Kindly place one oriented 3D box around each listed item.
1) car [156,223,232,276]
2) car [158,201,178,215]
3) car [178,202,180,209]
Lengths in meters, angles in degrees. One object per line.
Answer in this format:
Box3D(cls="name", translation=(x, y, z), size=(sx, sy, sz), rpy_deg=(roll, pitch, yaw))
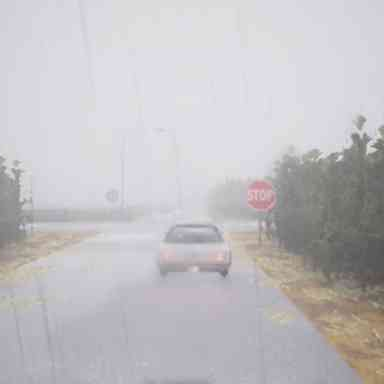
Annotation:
Box3D(cls="car", translation=(0.053, 1.617, 10.341), size=(1.895, 1.301, 4.718), rpy_deg=(0, 0, 0))
Box3D(cls="car", translation=(-3.289, 2.149, 42.541), size=(2.033, 1.411, 5.357), rpy_deg=(0, -1, 0))
Box3D(cls="car", translation=(-3.256, 2.374, 62.244), size=(1.882, 1.535, 5.008), rpy_deg=(0, -1, 0))
